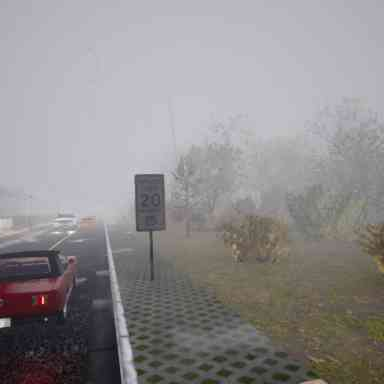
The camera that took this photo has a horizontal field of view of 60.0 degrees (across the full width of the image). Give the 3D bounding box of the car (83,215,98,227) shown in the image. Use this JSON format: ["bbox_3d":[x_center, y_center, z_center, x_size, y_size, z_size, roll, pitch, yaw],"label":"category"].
[{"bbox_3d":[-14.316,4.095,47.171,1.837,1.490,4.892,-1,-3,-15],"label":"car"}]

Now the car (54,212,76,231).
[{"bbox_3d":[-15.474,3.555,40.817,2.150,2.045,5.566,-1,-3,-15],"label":"car"}]

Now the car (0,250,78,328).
[{"bbox_3d":[-3.718,1.989,7.618,1.895,1.301,4.718,-1,-3,-15],"label":"car"}]

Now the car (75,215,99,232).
[{"bbox_3d":[-11.580,3.511,37.126,1.882,1.535,5.008,-1,-3,-15],"label":"car"}]
